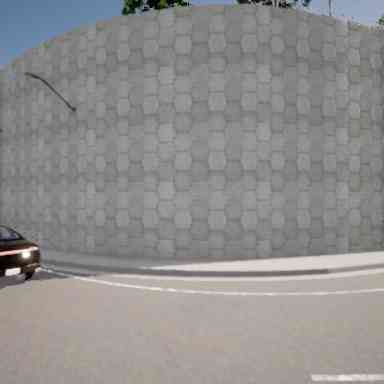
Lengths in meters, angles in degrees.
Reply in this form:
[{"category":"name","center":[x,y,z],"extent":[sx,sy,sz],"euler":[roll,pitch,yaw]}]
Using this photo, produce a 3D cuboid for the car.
[{"category":"car","center":[-6.012,1.601,8.919],"extent":[4.902,1.511,2.128],"euler":[0,-1,35]}]
